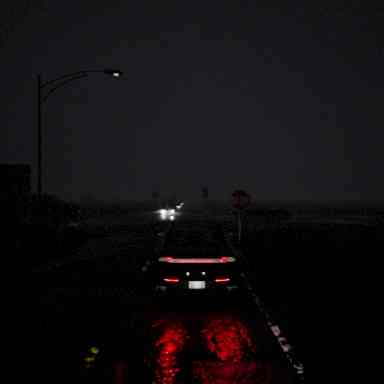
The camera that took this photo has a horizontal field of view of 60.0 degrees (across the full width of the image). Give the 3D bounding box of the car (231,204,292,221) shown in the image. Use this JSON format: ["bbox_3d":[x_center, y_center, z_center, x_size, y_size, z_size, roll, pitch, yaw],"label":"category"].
[{"bbox_3d":[5.547,1.633,26.779,4.718,1.301,1.895,1,0,0],"label":"car"}]

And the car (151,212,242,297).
[{"bbox_3d":[0.089,1.491,8.536,2.128,1.511,4.902,0,0,0],"label":"car"}]

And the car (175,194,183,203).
[{"bbox_3d":[-2.973,1.498,56.725,1.882,1.535,5.008,0,0,0],"label":"car"}]

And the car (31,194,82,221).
[{"bbox_3d":[-11.791,1.201,26.776,5.566,2.045,2.150,0,1,0],"label":"car"}]

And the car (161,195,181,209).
[{"bbox_3d":[-3.065,1.503,44.526,2.128,1.511,4.902,0,0,1],"label":"car"}]
